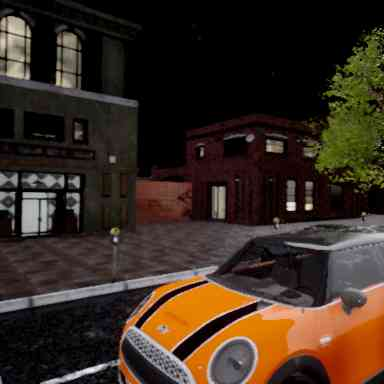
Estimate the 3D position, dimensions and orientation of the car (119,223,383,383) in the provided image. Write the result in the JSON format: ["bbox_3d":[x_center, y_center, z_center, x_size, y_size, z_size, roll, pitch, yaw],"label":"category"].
[{"bbox_3d":[1.392,1.361,4.363,4.553,1.767,2.097,0,0,-35],"label":"car"}]

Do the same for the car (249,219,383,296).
[{"bbox_3d":[3.846,1.589,9.291,4.313,1.339,1.947,0,1,-35],"label":"car"}]
